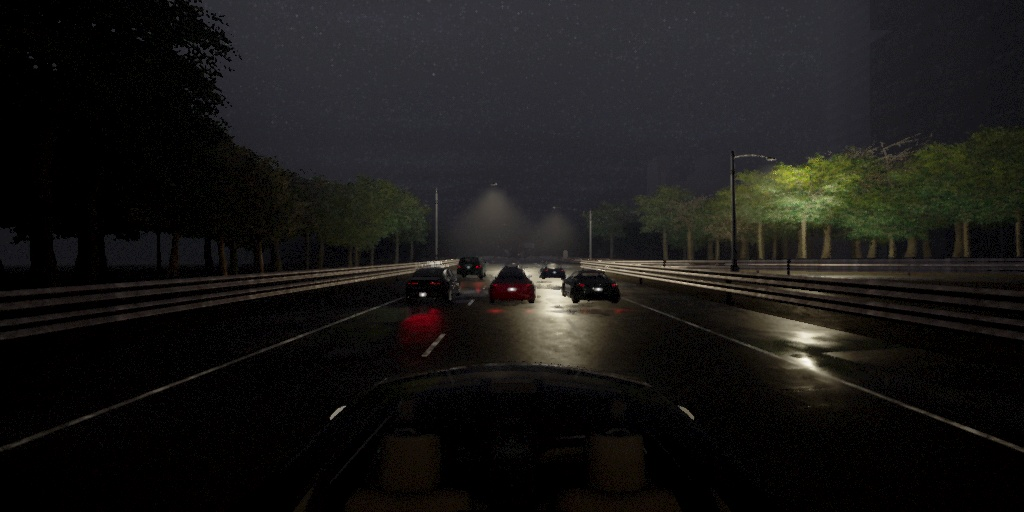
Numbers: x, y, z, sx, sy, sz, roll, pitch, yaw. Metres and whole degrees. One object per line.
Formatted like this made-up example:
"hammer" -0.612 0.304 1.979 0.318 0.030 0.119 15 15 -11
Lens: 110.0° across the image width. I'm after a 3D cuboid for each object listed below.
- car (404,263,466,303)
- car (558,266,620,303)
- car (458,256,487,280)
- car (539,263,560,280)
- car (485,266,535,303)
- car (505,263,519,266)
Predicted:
"car" -3.500 1.266 16.500 1.837 1.490 4.892 0 0 0
"car" 3.500 1.322 16.500 1.994 1.385 4.181 0 0 0
"car" -3.501 1.003 31.530 2.150 2.045 5.566 0 0 0
"car" 3.500 1.319 31.500 1.994 1.385 4.181 0 0 0
"car" 0.000 1.322 16.500 1.994 1.385 4.181 0 0 0
"car" 0.000 1.319 31.500 1.994 1.385 4.181 0 0 0
